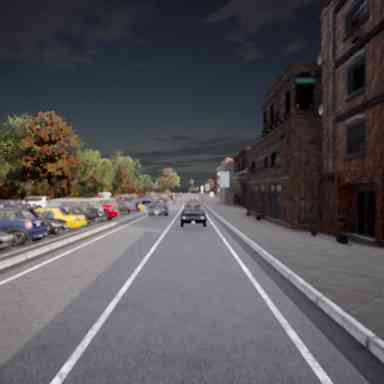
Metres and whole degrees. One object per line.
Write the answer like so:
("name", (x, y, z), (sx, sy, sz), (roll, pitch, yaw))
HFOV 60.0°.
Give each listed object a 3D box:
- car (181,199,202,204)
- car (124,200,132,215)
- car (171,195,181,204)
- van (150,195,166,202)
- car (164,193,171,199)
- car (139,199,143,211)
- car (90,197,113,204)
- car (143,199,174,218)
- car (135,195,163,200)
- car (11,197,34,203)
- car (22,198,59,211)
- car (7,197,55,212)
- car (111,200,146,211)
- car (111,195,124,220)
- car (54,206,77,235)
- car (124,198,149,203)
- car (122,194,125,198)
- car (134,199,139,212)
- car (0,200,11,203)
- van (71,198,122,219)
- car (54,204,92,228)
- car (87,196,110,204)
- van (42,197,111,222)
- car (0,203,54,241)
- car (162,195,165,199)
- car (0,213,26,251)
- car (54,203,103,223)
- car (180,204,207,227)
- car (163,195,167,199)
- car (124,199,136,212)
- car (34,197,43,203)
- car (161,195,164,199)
("car", (0.104, 1.717, 41.264), (2.097, 1.767, 4.553), (0, -1, 0))
("car", (-9.330, 1.847, 35.228), (4.892, 1.521, 2.231), (0, 0, 0))
("car", (-3.234, 1.985, 75.277), (1.812, 1.442, 4.674), (0, 0, 0))
("van", (-9.377, 1.882, 92.120), (4.442, 1.987, 1.878), (0, 0, 0))
("car", (-9.250, 1.837, 89.294), (5.566, 2.045, 2.435), (0, 0, 0))
("car", (-9.334, 1.948, 43.577), (4.792, 1.488, 2.163), (0, 0, 0))
("car", (-21.908, 2.029, 80.734), (5.008, 1.535, 2.097), (0, 0, 0))
("car", (-3.343, 1.800, 34.118), (2.128, 1.511, 4.902), (0, 0, 0))
("car", (-9.416, 2.003, 72.337), (4.792, 1.488, 2.163), (0, 0, 0))
("car", (-22.427, 1.768, 40.719), (4.553, 1.767, 2.185), (0, 0, 0))
("car", (-22.333, 1.841, 49.199), (4.553, 1.767, 2.185), (0, 0, 0))
("car", (-22.403, 1.691, 46.415), (5.566, 2.045, 2.435), (0, 0, 0))
("car", (-9.300, 2.006, 49.001), (4.674, 1.452, 2.002), (-1, 0, 1))
("car", (-9.329, 1.547, 29.664), (5.566, 2.045, 2.435), (0, 0, 0))
("car", (-9.405, 1.700, 18.529), (4.892, 1.521, 2.231), (0, -1, 0))
("car", (-9.109, 1.940, 46.359), (5.366, 1.575, 1.946), (0, -1, 0))
("car", (-21.808, 2.136, 92.028), (4.792, 1.488, 2.163), (0, 0, 0))
("car", (-9.318, 1.935, 40.794), (4.674, 1.452, 2.002), (0, 0, 0))
("car", (-22.385, 1.720, 35.274), (4.553, 1.767, 2.185), (0, 0, 0))
("van", (-9.231, 1.595, 32.322), (4.442, 1.987, 1.878), (0, 0, 0))
("car", (-9.574, 1.721, 21.313), (5.366, 1.575, 1.946), (0, -1, 0))
("car", (-21.899, 1.885, 78.036), (4.553, 1.767, 2.185), (0, 0, 0))
("van", (-9.251, 1.548, 26.880), (4.442, 1.987, 1.878), (0, 0, 0))
("car", (-9.378, 1.548, 15.746), (4.553, 1.767, 2.185), (0, -1, 0))
("car", (-9.354, 2.052, 77.989), (4.674, 1.452, 2.002), (0, 0, 0))
("car", (-9.422, 1.687, 12.962), (4.674, 1.452, 2.002), (0, -1, 0))
("car", (-9.372, 1.750, 24.095), (4.892, 1.521, 2.231), (0, -1, 0))
("car", (0.100, 1.836, 25.181), (1.895, 1.301, 4.718), (0, -1, 0))
("car", (-9.518, 2.028, 80.816), (5.366, 1.575, 1.946), (0, 0, 0))
("car", (-9.297, 1.900, 38.011), (4.792, 1.488, 2.163), (0, 0, 0))
("car", (-22.416, 1.792, 43.503), (4.553, 1.767, 2.185), (0, 0, 0))
("car", (-9.372, 2.033, 75.164), (4.674, 1.452, 2.002), (0, 0, 0))
